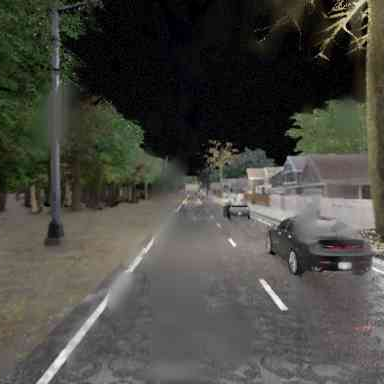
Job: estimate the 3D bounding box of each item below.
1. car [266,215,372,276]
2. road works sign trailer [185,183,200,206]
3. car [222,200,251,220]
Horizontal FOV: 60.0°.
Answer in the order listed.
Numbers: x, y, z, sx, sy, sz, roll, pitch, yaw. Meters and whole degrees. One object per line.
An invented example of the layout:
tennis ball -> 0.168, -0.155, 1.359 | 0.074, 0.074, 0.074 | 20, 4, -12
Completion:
car -> 3.605, 1.475, 10.259 | 1.837, 1.490, 4.892 | 0, 0, 0
road works sign trailer -> 0.022, 0.341, 52.953 | 2.380, 3.560, 2.880 | 0, 0, 0
car -> 3.612, 1.419, 27.500 | 2.128, 1.511, 4.902 | 0, 0, 0
